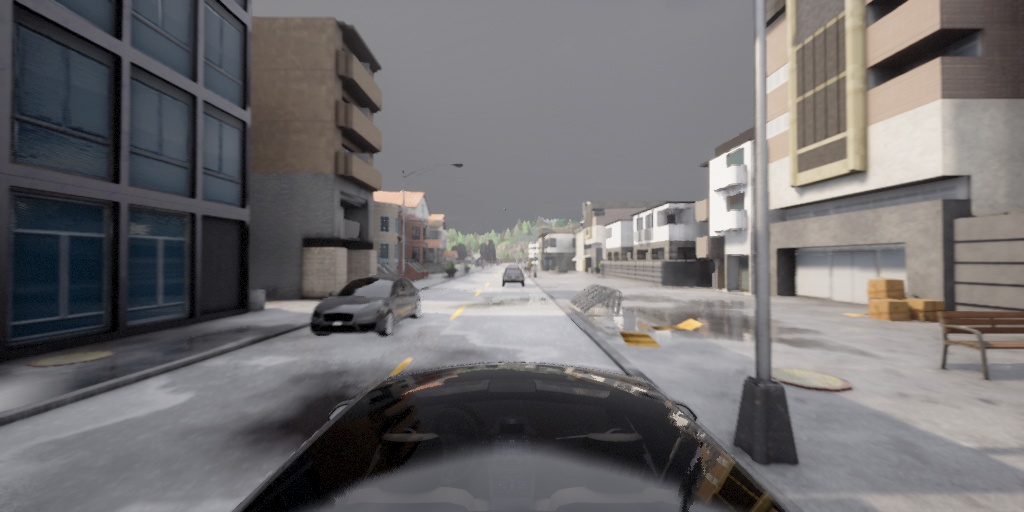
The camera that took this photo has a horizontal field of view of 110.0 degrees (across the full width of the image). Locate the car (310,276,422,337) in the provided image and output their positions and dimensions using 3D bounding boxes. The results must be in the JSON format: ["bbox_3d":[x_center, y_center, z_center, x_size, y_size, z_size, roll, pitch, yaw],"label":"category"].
[{"bbox_3d":[-4.090,1.377,10.843,1.837,1.490,4.892,0,-1,0],"label":"car"}]

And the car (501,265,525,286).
[{"bbox_3d":[0.095,1.659,28.943,2.033,1.411,5.357,0,-1,0],"label":"car"}]
